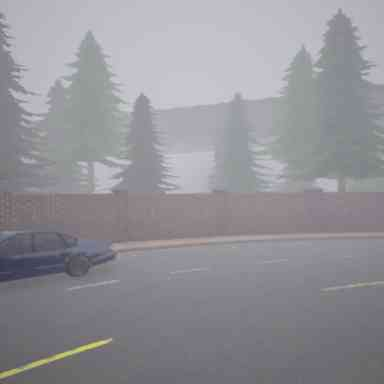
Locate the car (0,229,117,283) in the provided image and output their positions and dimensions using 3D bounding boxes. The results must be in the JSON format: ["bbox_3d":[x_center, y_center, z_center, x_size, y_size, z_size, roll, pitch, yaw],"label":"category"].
[{"bbox_3d":[-4.839,1.779,9.378,5.357,1.411,2.033,0,-1,-41],"label":"car"}]
